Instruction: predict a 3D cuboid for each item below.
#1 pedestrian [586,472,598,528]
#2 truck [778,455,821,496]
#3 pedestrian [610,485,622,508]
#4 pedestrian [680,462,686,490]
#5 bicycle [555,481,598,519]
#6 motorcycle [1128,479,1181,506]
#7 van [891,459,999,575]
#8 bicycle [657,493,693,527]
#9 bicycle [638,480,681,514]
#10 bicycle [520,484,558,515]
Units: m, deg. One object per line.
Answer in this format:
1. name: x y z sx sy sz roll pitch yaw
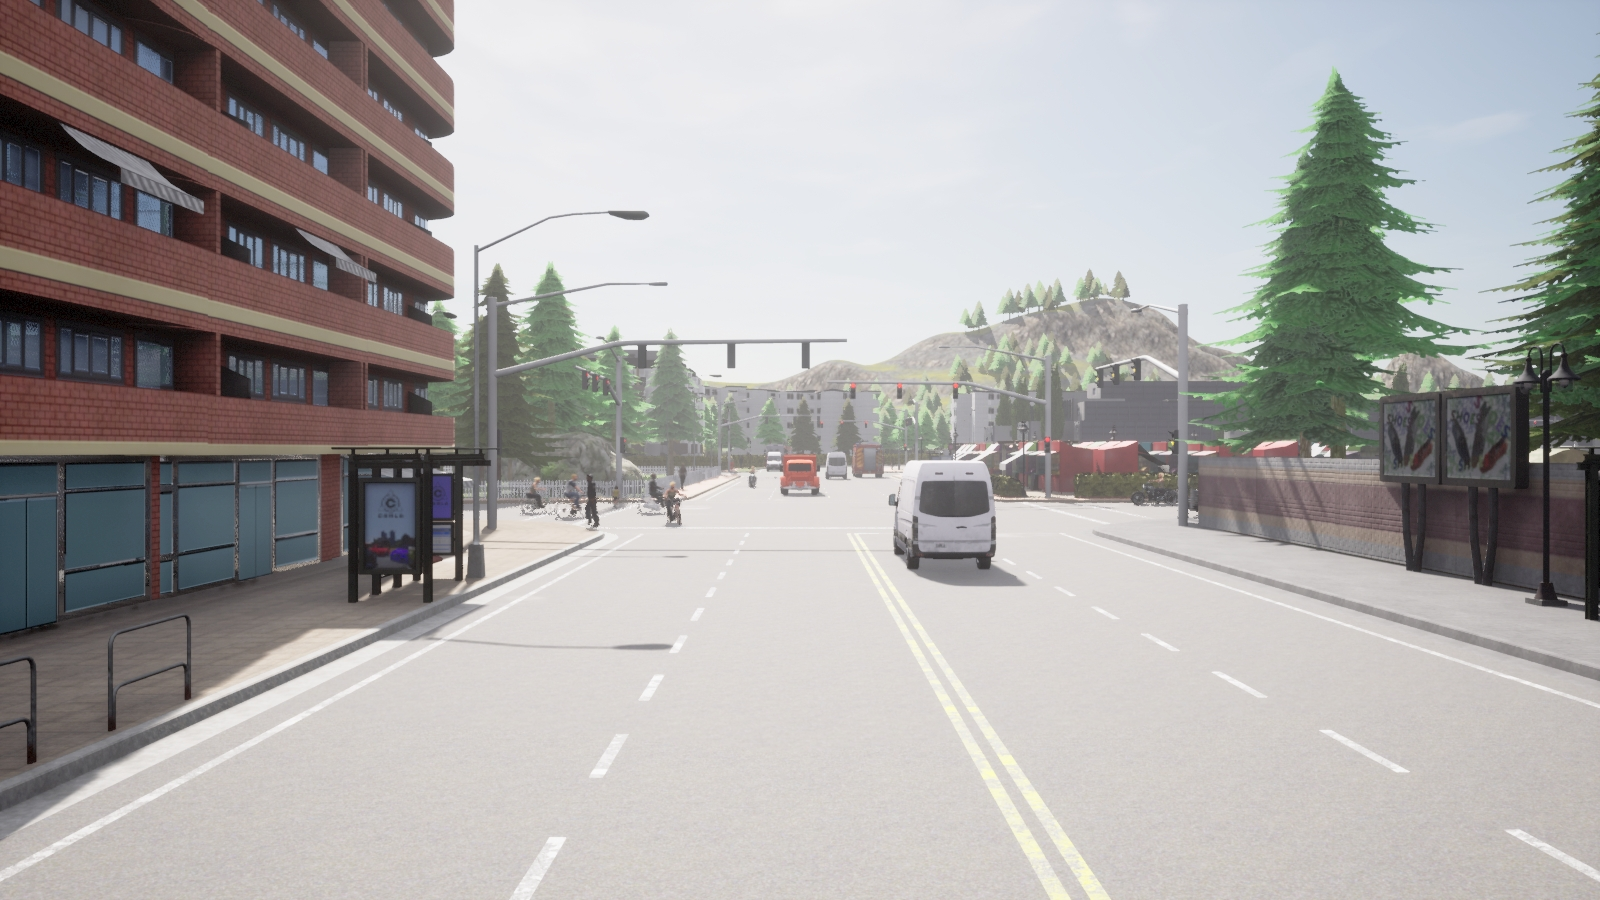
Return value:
1. pedestrian: -7.059 1.698 38.805 0.375 1.860 0.375 0 0 -14
2. truck: -0.006 1.572 72.542 2.627 2.467 5.204 0 0 0
3. pedestrian: -8.646 2.183 53.641 0.500 1.100 0.500 0 0 0
4. pedestrian: -7.751 1.701 75.521 0.375 1.860 0.375 0 0 0
5. bicycle: -8.937 2.005 45.651 1.643 1.496 0.373 1 0 -4
6. motorcycle: 17.582 2.102 56.689 2.356 1.307 0.764 0 0 0
7. van: 3.505 1.536 28.720 1.988 2.561 5.915 0 0 0
8. bicycle: -4.590 2.191 41.885 0.859 1.126 1.487 -2 1 -26
9. bicycle: -6.045 2.029 49.257 1.835 1.471 0.329 0 0 -3
10. bicycle: -11.184 2.105 48.956 1.487 1.276 0.859 0 1 -5
